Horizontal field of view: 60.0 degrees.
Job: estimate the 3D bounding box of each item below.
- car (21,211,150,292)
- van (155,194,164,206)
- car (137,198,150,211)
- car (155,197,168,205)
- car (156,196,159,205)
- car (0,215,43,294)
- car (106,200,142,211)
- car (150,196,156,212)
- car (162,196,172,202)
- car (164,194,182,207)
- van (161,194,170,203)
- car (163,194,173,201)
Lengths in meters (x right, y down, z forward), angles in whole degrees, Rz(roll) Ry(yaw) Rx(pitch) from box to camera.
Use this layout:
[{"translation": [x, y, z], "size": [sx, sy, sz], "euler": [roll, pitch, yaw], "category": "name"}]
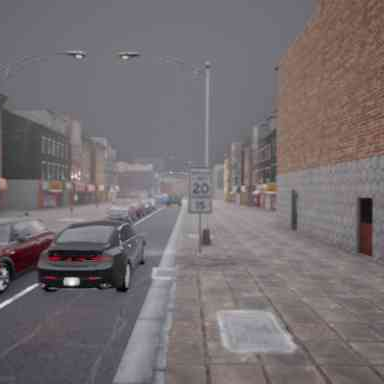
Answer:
[{"translation": [-2.378, 1.500, 8.905], "size": [1.837, 1.490, 4.892], "euler": [1, 0, -1], "category": "car"}, {"translation": [-5.644, 1.382, 57.303], "size": [1.690, 1.788, 3.998], "euler": [0, 0, -1], "category": "van"}, {"translation": [-5.294, 1.541, 30.135], "size": [1.887, 1.381, 4.507], "euler": [0, 0, -1], "category": "car"}, {"translation": [-5.715, 1.618, 62.736], "size": [1.947, 1.339, 4.313], "euler": [0, 0, -1], "category": "car"}, {"translation": [-5.432, 1.538, 40.832], "size": [1.752, 1.417, 4.829], "euler": [0, 0, -1], "category": "car"}, {"translation": [-5.013, 1.410, 8.402], "size": [1.967, 1.590, 4.097], "euler": [0, 0, -1], "category": "car"}, {"translation": [-5.224, 1.540, 24.702], "size": [2.008, 1.369, 4.403], "euler": [0, 0, -1], "category": "car"}, {"translation": [-5.364, 1.444, 35.569], "size": [1.967, 1.590, 4.097], "euler": [0, 0, -1], "category": "car"}, {"translation": [-5.926, 1.632, 79.036], "size": [1.887, 1.381, 4.507], "euler": [0, 0, -1], "category": "car"}, {"translation": [-2.841, 1.281, 52.587], "size": [2.150, 2.045, 5.566], "euler": [1, 0, -1], "category": "car"}, {"translation": [-5.855, 1.416, 73.603], "size": [1.690, 1.788, 3.998], "euler": [0, 0, -1], "category": "van"}, {"translation": [-5.995, 1.416, 84.470], "size": [2.192, 1.841, 5.009], "euler": [0, 0, -1], "category": "car"}]
